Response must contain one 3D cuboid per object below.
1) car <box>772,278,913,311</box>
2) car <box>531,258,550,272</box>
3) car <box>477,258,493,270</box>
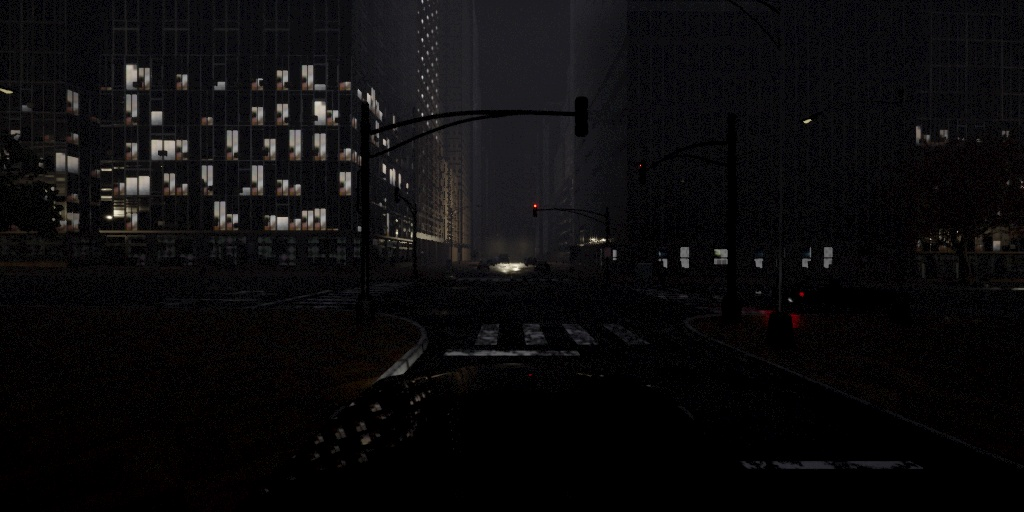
[{"bbox_3d":[14.158,1.633,15.474,4.718,1.301,1.895,1,0,-3],"label":"car"},{"bbox_3d":[3.878,1.329,46.557,1.948,1.339,4.313,0,0,0],"label":"car"},{"bbox_3d":[-4.081,1.342,52.040,1.802,1.307,4.207,0,0,0],"label":"car"}]
